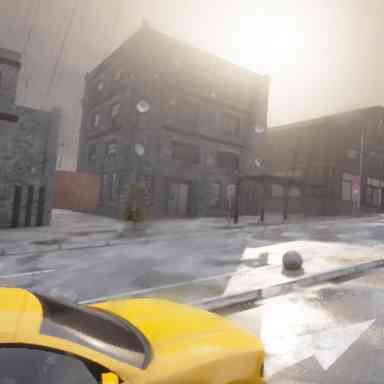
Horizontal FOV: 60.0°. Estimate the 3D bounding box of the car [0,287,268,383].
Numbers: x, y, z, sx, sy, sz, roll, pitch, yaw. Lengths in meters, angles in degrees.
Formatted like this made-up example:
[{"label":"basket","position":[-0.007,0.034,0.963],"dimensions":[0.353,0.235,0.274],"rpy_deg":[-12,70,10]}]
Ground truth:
[{"label":"car","position":[-1.582,1.478,2.320],"dimensions":[5.008,1.535,1.882],"rpy_deg":[0,0,-35]}]
